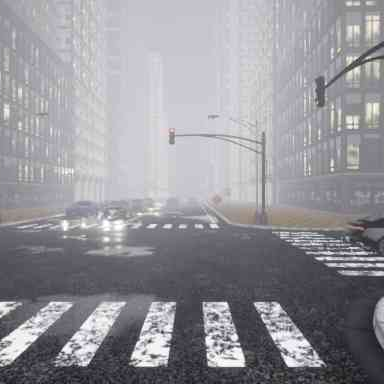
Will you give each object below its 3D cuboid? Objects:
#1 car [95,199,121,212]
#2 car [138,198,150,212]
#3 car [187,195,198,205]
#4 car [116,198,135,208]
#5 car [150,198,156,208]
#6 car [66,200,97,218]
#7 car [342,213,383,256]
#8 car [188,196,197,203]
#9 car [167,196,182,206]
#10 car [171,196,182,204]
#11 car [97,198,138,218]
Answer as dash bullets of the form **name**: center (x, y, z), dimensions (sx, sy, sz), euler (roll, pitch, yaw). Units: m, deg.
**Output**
- **car**: center (-9.867, 1.606, 39.476), dimensions (1.994, 1.385, 4.181), euler (0, 0, 0)
- **car**: center (-6.618, 1.520, 39.623), dimensions (1.882, 1.535, 5.008), euler (0, 0, 0)
- **car**: center (0.075, 1.631, 61.478), dimensions (1.812, 1.442, 4.674), euler (0, 0, 0)
- **car**: center (-9.863, 1.631, 49.400), dimensions (1.994, 1.385, 4.181), euler (0, 0, 0)
- **car**: center (-6.617, 1.593, 49.670), dimensions (1.812, 1.442, 4.674), euler (0, 0, 0)
- **car**: center (-9.868, 1.503, 30.343), dimensions (1.882, 1.535, 5.008), euler (0, 0, 0)
- **car**: center (8.216, 1.508, 12.328), dimensions (4.902, 1.511, 2.128), euler (0, 0, 2)
- **car**: center (0.034, 1.622, 71.325), dimensions (1.882, 1.535, 5.008), euler (0, 0, 0)
- **car**: center (-3.177, 1.565, 56.318), dimensions (1.882, 1.535, 5.008), euler (0, -1, 0)
- **car**: center (-3.192, 1.634, 70.342), dimensions (2.128, 1.511, 4.902), euler (0, 0, 0)
- **car**: center (-6.614, 1.517, 30.096), dimensions (2.128, 1.511, 4.902), euler (0, 0, 0)
